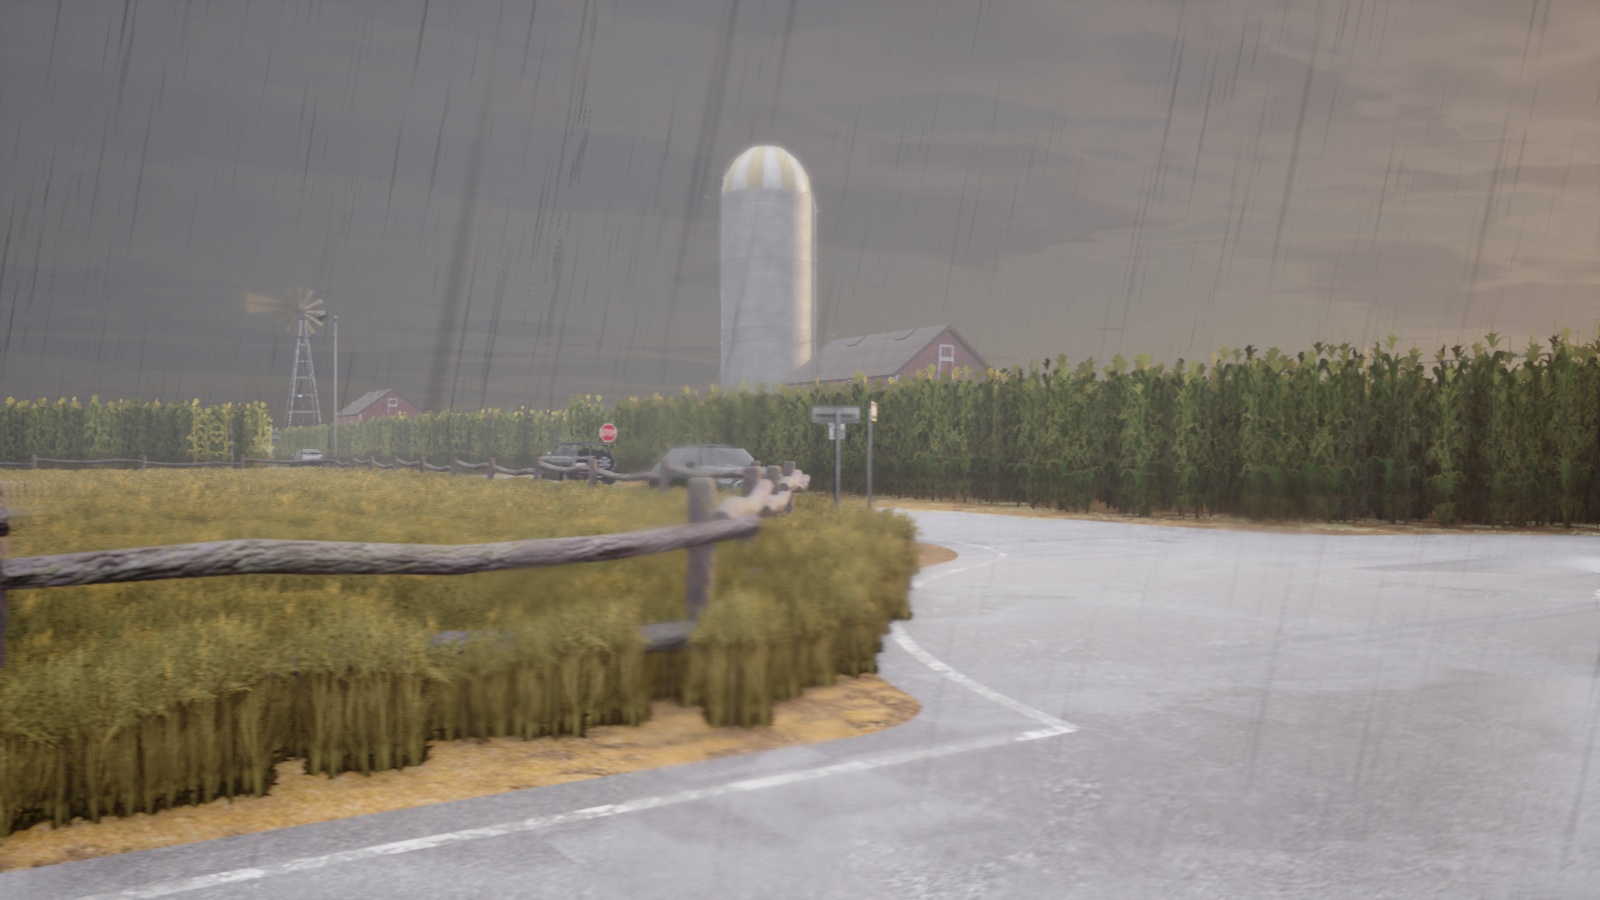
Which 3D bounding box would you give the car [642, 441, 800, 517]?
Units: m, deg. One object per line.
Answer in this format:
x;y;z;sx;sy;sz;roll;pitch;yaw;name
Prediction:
-2.081;0.663;31.639;2.097;1.767;4.553;0;0;-31;car

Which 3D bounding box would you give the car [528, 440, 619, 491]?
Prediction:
-8.850;0.566;48.794;1.932;1.855;4.605;0;0;-31;car
